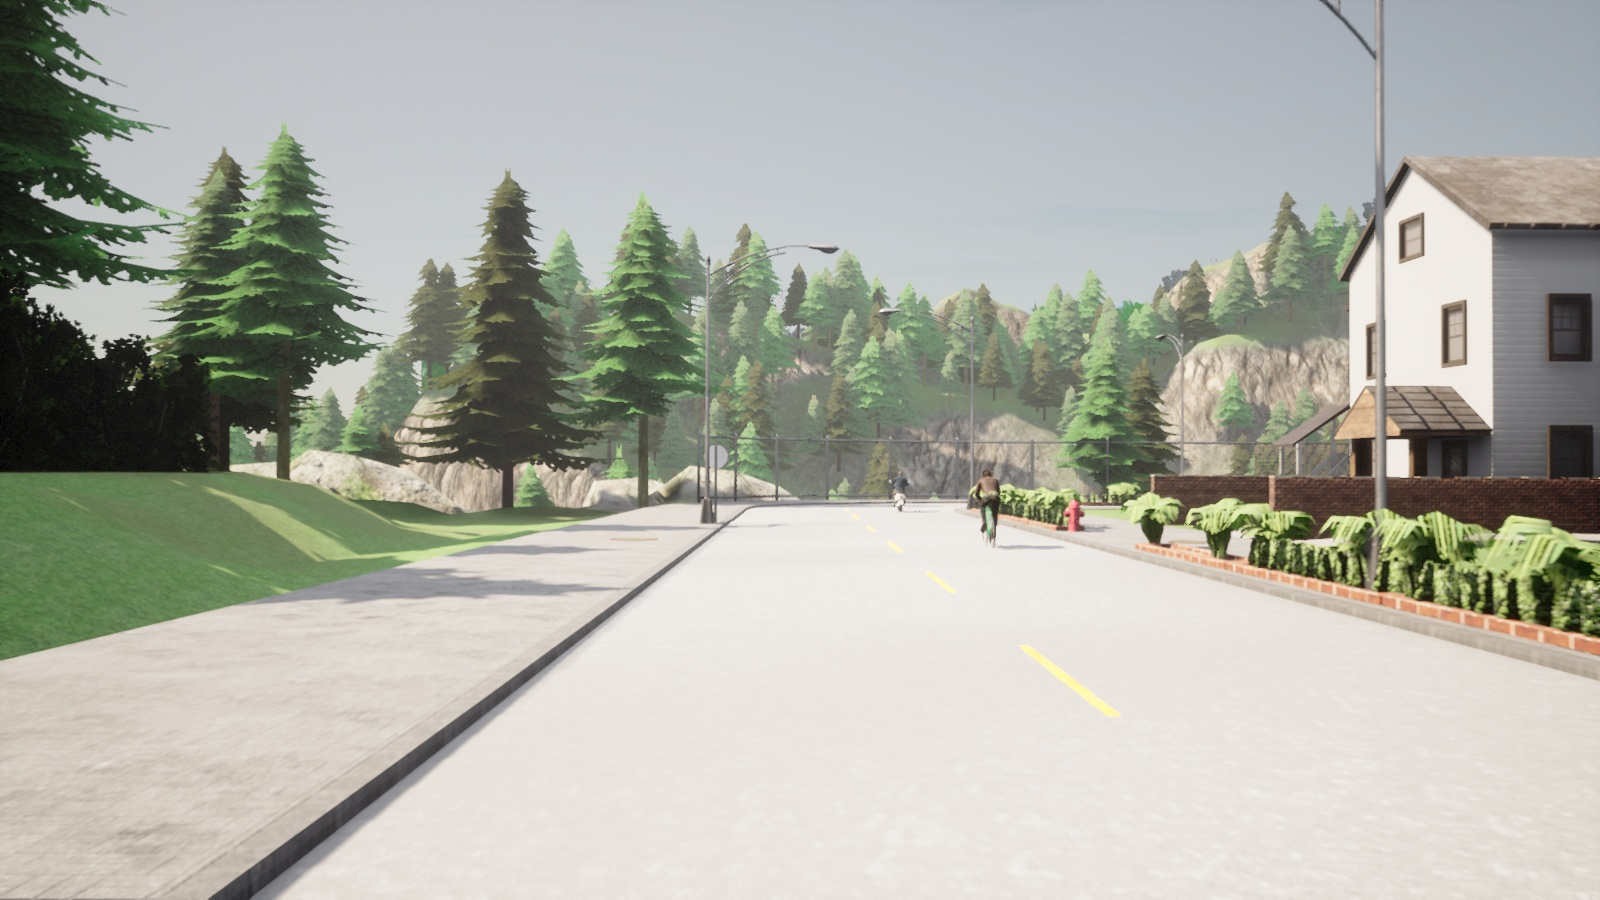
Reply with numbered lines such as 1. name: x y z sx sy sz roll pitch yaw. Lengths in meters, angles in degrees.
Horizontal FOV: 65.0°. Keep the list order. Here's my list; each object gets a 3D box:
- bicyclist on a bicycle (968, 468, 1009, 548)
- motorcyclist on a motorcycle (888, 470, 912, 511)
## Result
1. bicyclist on a bicycle: 3.934 1.192 26.294 0.582 1.620 1.656 0 -1 0
2. motorcyclist on a motorcycle: 3.908 1.578 49.241 0.866 1.590 1.817 0 -1 2
